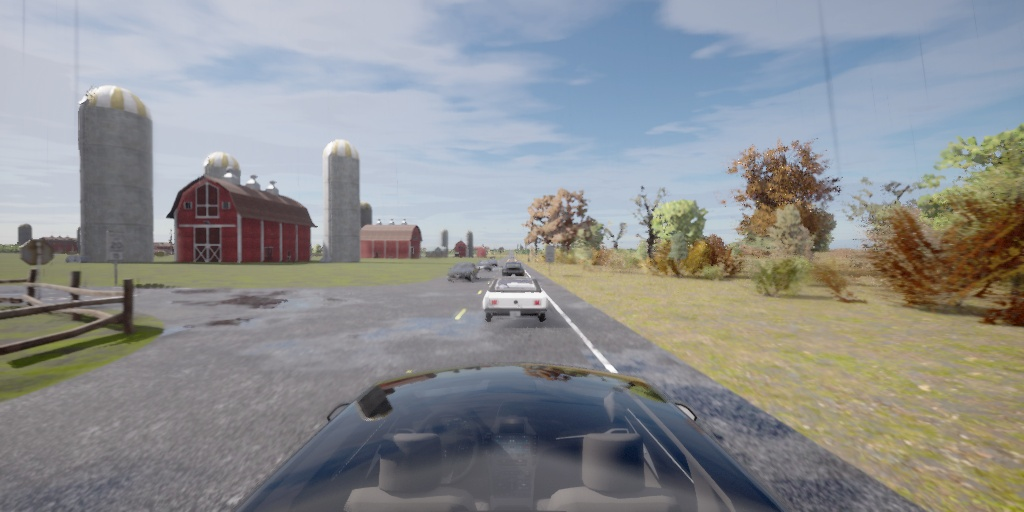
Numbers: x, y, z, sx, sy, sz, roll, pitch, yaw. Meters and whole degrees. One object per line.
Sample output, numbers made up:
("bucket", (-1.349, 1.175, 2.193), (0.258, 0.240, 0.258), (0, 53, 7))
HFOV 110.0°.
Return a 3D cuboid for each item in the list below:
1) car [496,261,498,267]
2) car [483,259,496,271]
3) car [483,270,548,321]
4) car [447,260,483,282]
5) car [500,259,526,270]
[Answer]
("car", (-3.500, 1.301, 64.151), (2.033, 1.411, 5.357), (0, 0, 0))
("car", (-3.575, 1.245, 46.769), (2.128, 1.511, 4.902), (0, 0, 0))
("car", (0.104, 1.350, 12.416), (1.895, 1.301, 4.718), (0, 0, 0))
("car", (-3.828, 1.258, 28.781), (1.837, 1.490, 4.892), (0, 0, 4))
("car", (0.097, 1.258, 30.213), (1.837, 1.490, 4.892), (0, 0, 0))
